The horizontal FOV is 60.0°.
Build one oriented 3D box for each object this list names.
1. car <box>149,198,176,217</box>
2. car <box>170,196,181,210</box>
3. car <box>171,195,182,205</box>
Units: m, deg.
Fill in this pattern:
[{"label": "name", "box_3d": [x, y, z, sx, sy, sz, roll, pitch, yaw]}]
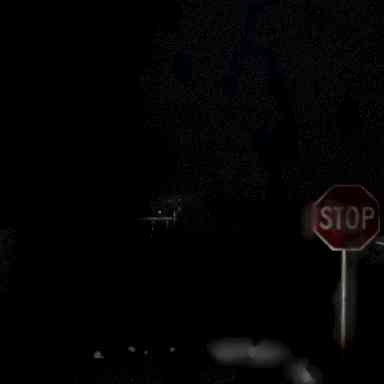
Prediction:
[{"label": "car", "box_3d": [-2.757, 1.525, 30.470, 1.994, 1.385, 4.181, 0, 0, 0]}, {"label": "car", "box_3d": [-2.731, 1.540, 41.002, 1.895, 1.301, 4.718, 0, 0, 0]}, {"label": "car", "box_3d": [-2.692, 1.259, 53.064, 2.097, 1.767, 4.553, 0, 0, 0]}]
